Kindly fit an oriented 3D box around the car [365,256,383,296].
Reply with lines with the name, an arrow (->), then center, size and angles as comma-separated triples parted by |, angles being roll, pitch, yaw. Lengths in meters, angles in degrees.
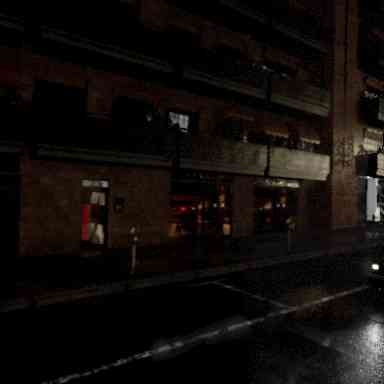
car -> 6.032, 1.681, 7.682 | 4.718, 1.301, 1.895 | 1, 0, -36
